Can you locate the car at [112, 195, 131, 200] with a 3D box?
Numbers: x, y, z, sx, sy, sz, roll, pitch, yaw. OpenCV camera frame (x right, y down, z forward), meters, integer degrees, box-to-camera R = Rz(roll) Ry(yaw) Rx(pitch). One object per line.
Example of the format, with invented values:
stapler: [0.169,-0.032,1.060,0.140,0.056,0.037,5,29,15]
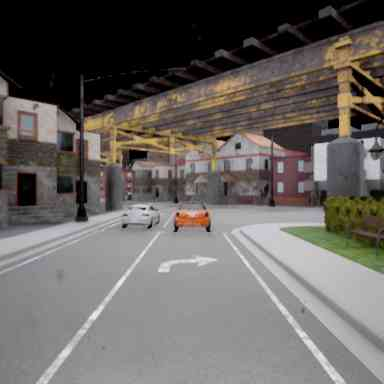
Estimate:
car: [-16.977,1.314,80.251,4.536,1.218,1.853,0,0,-15]

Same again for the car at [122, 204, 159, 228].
car: [-3.305,1.531,21.904,1.812,1.442,4.674,0,0,2]

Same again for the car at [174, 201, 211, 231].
car: [0.022,1.356,20.827,2.097,1.767,4.553,0,0,0]

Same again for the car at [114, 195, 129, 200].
car: [-17.700,1.315,83.955,1.853,1.218,4.536,0,0,15]

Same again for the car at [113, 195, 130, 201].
car: [-17.714,1.473,83.905,2.038,1.542,4.974,0,0,15]

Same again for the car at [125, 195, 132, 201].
car: [-17.027,1.472,80.237,4.974,1.542,2.038,0,0,-15]
